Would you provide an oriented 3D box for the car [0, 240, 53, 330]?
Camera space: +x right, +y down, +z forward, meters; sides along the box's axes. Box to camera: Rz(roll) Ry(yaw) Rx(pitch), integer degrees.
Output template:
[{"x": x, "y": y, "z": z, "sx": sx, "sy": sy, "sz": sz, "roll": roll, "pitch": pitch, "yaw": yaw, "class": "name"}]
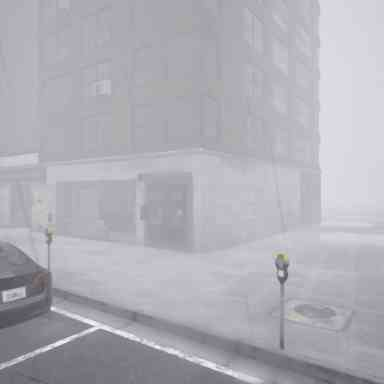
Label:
[{"x": -4.338, "y": 1.565, "z": 6.181, "sx": 4.313, "sy": 1.339, "sz": 1.947, "roll": 0, "pitch": 0, "yaw": 36, "class": "car"}]
